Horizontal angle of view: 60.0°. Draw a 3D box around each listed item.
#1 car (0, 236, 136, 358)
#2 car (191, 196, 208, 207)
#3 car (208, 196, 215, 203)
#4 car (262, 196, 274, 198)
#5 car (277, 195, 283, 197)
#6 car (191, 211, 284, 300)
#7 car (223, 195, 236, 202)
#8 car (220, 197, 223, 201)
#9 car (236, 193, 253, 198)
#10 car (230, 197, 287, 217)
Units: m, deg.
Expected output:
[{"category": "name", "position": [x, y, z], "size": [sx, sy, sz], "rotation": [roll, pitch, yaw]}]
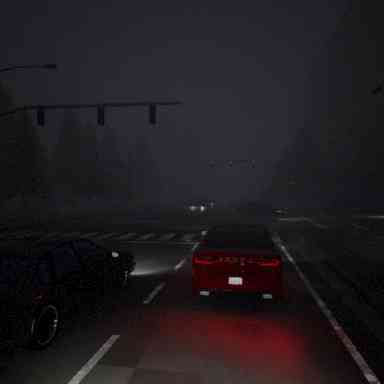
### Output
[{"category": "car", "position": [-2.729, 1.547, 6.226], "size": [2.033, 1.411, 5.357], "rotation": [0, 0, 10]}, {"category": "car", "position": [1.054, 1.525, 53.042], "size": [1.812, 1.442, 4.674], "rotation": [0, 0, 8]}, {"category": "car", "position": [3.544, 1.526, 68.292], "size": [1.812, 1.442, 4.674], "rotation": [0, 1, 11]}, {"category": "car", "position": [20.990, 1.524, 91.265], "size": [4.674, 1.442, 1.812], "rotation": [0, 0, -37]}, {"category": "car", "position": [25.296, 1.477, 90.112], "size": [5.008, 1.535, 1.882], "rotation": [0, 0, -34]}, {"category": "car", "position": [1.196, 1.478, 8.539], "size": [1.882, 1.535, 5.008], "rotation": [0, 0, 9]}, {"category": "car", "position": [9.254, 1.478, 75.500], "size": [1.882, 1.535, 5.008], "rotation": [0, 0, 25]}, {"category": "car", "position": [8.578, 1.552, 82.081], "size": [1.994, 1.385, 4.181], "rotation": [0, 0, 28]}, {"category": "car", "position": [11.931, 1.225, 72.668], "size": [2.150, 2.045, 5.566], "rotation": [0, 0, 21]}, {"category": "car", "position": [6.264, 1.545, 30.607], "size": [4.892, 1.490, 1.837], "rotation": [0, 2, 41]}]
